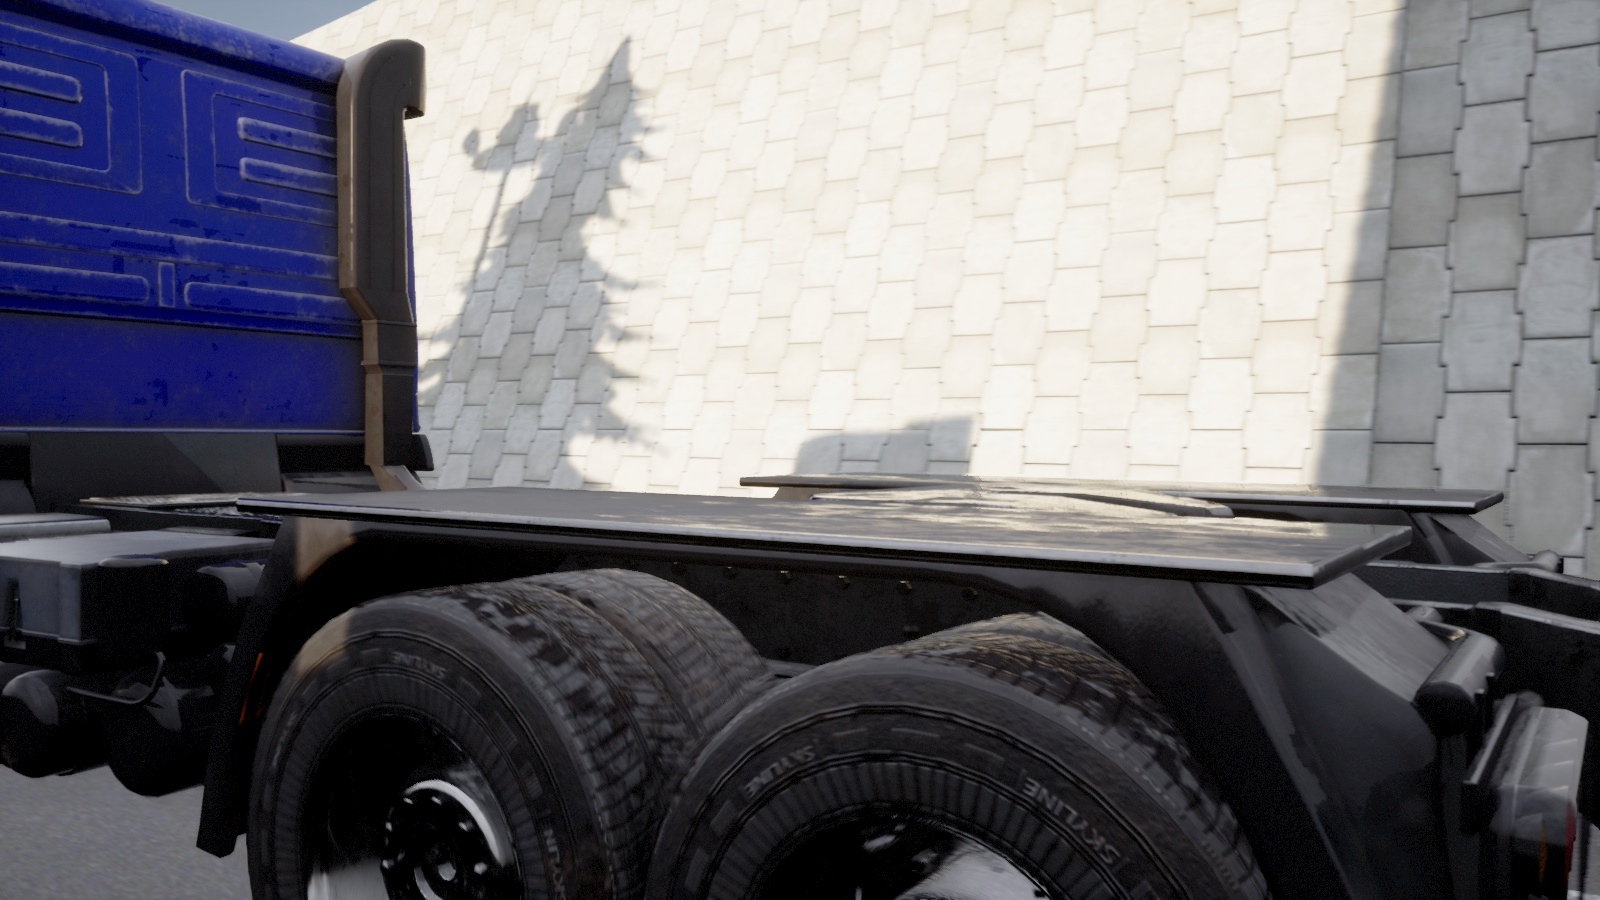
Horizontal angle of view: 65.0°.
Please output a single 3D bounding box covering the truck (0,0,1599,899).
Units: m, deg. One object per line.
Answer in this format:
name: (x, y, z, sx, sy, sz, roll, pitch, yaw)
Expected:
truck: (-1.300, -0.300, 4.468, 7.936, 3.462, 2.891, 0, 1, 34)
